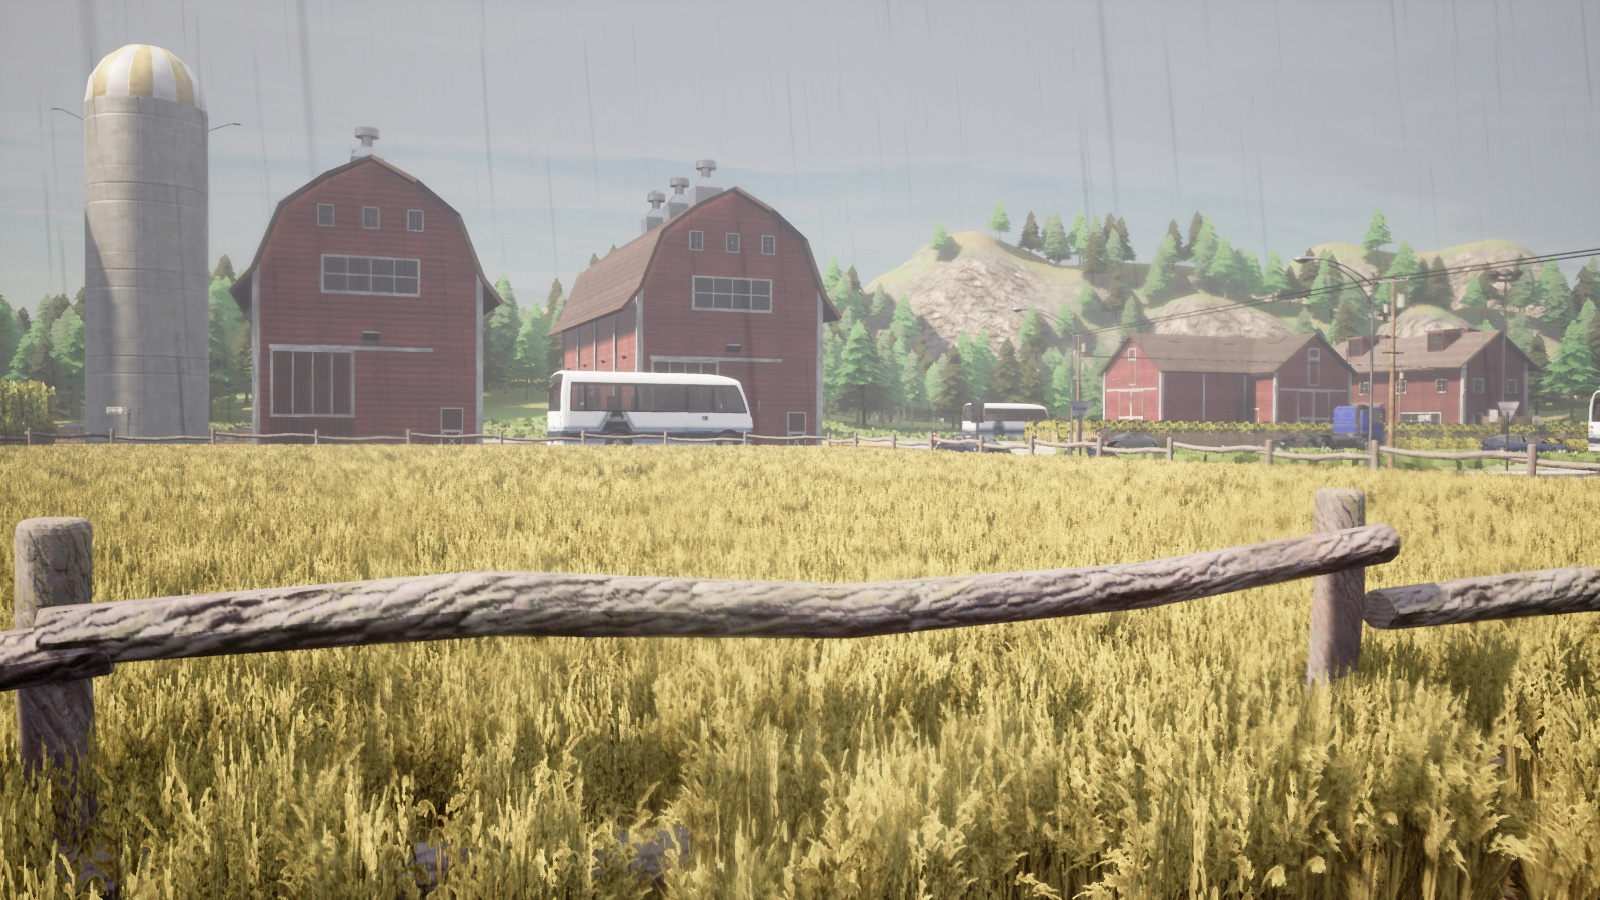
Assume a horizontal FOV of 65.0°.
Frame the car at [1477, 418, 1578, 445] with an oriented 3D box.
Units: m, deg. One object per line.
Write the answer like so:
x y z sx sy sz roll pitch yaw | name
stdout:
42.476 -1.101 73.487 4.792 1.488 2.163 0 1 19 | car

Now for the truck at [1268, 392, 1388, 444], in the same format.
37.031 -2.263 88.101 7.936 3.462 2.891 -1 1 -21 | truck

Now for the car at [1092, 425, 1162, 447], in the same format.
22.470 -0.973 86.350 4.181 1.385 1.994 -1 1 -18 | car

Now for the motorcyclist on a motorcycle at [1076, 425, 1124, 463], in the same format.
12.470 -0.250 52.246 0.866 1.530 2.191 -1 1 -21 | motorcyclist on a motorcycle

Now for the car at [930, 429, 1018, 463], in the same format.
7.587 -0.202 55.196 1.994 1.385 4.181 -1 1 -22 | car

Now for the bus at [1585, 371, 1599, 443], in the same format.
52.751 -2.662 75.407 10.273 4.253 3.944 -2 1 -19 | bus

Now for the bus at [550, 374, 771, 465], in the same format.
-6.970 -1.568 62.988 10.273 4.253 3.944 -1 1 -24 | bus
